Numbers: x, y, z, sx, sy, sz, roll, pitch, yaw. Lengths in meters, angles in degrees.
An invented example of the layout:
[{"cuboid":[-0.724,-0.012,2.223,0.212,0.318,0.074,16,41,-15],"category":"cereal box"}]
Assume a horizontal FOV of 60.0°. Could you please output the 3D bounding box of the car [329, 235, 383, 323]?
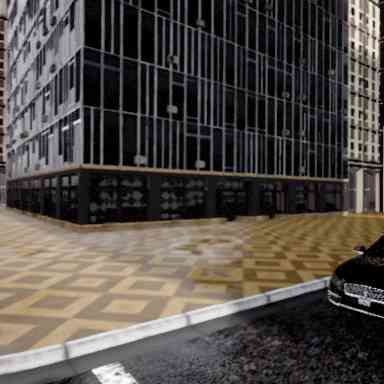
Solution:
[{"cuboid":[4.755,1.534,6.765,4.892,1.490,1.837,0,0,-35],"category":"car"}]
